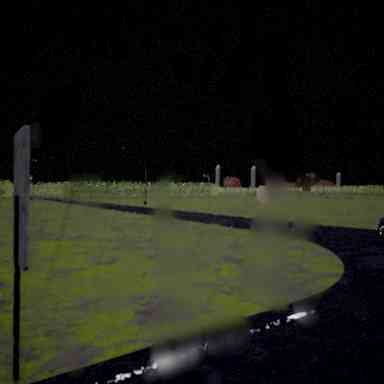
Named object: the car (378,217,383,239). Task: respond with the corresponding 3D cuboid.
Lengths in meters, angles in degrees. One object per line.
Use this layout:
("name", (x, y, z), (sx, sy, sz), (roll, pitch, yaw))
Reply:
("car", (9.420, 1.228, 13.192), (2.097, 1.767, 4.553), (0, 0, 2))
